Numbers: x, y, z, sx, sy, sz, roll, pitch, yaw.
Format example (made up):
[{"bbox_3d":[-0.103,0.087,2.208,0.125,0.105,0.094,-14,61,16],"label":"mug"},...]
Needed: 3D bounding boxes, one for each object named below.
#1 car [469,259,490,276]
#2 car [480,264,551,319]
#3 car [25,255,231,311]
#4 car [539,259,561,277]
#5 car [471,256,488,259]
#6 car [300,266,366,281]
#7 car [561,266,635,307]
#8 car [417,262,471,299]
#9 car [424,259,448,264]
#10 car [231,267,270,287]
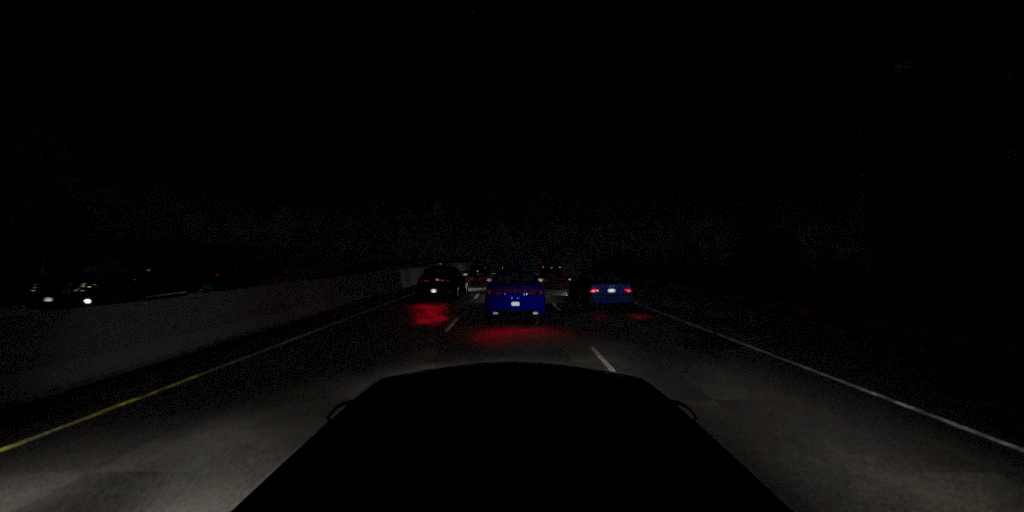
[{"bbox_3d":[-3.226,1.280,36.949,1.812,1.442,4.674,0,0,2],"label":"car"},{"bbox_3d":[0.103,1.230,12.811,1.882,1.535,5.008,0,0,0],"label":"car"},{"bbox_3d":[-14.097,0.976,13.665,2.150,2.045,5.566,0,0,0],"label":"car"},{"bbox_3d":[3.718,1.105,35.168,2.097,1.767,4.553,0,0,2],"label":"car"},{"bbox_3d":[-5.817,0.984,63.336,2.150,2.045,5.566,0,0,17],"label":"car"},{"bbox_3d":[-10.594,1.302,21.772,2.033,1.411,5.357,0,0,0],"label":"car"},{"bbox_3d":[3.604,1.299,15.469,2.033,1.411,5.357,0,0,0],"label":"car"},{"bbox_3d":[-3.396,1.258,17.976,1.837,1.490,4.892,0,0,0],"label":"car"},{"bbox_3d":[-11.790,1.274,54.226,1.837,1.490,4.892,0,0,12],"label":"car"},{"bbox_3d":[-17.587,1.356,22.419,1.895,1.301,4.718,0,0,0],"label":"car"}]
